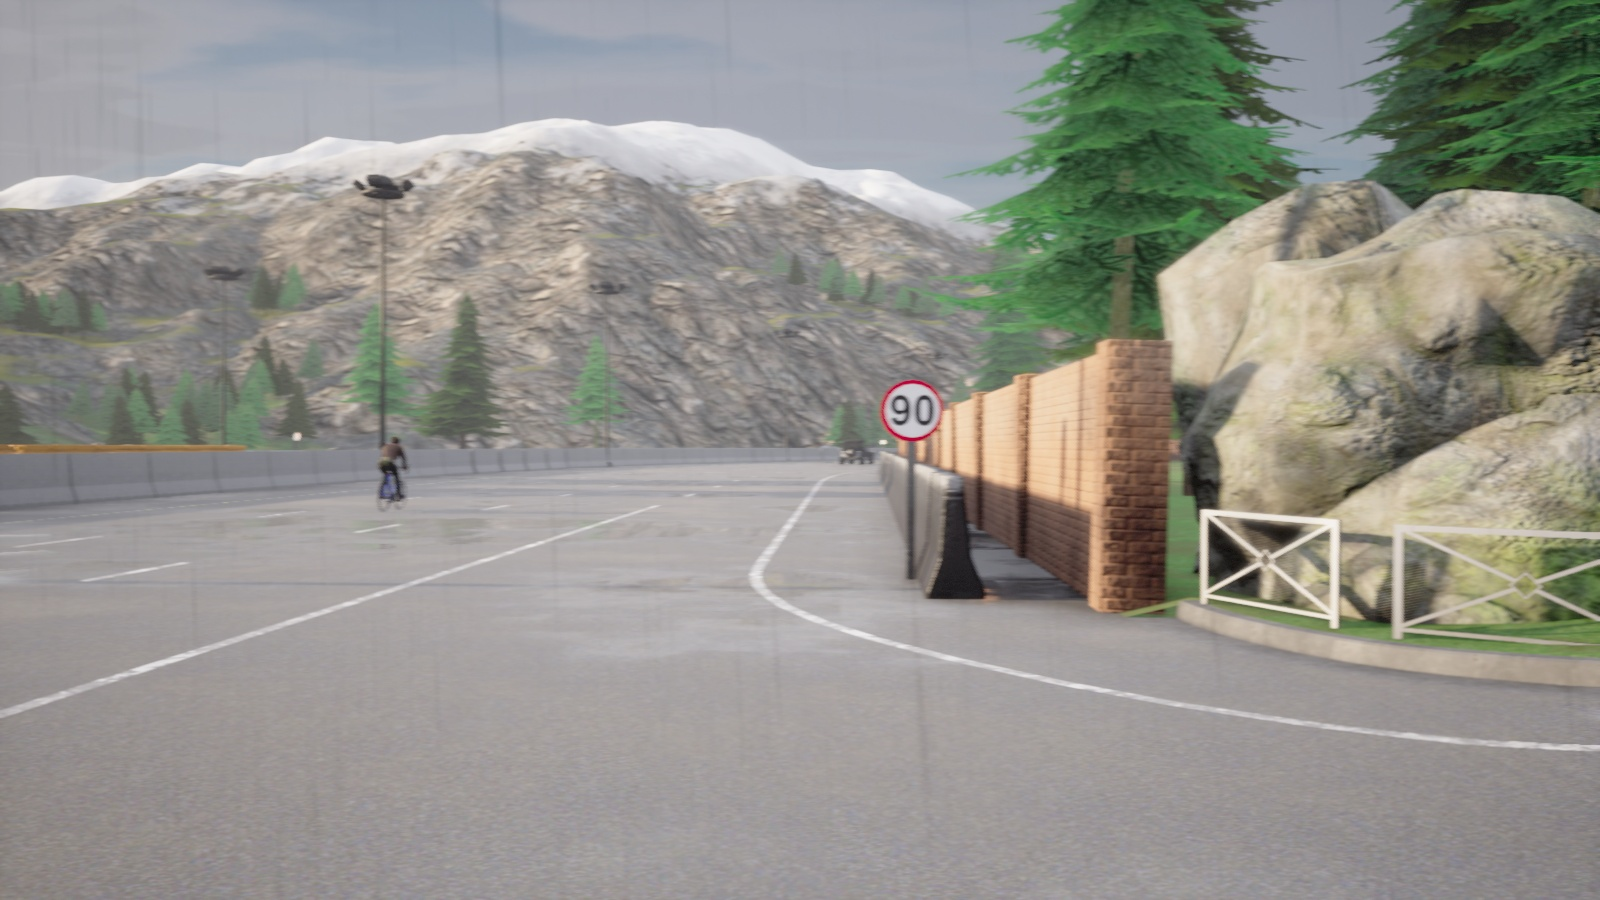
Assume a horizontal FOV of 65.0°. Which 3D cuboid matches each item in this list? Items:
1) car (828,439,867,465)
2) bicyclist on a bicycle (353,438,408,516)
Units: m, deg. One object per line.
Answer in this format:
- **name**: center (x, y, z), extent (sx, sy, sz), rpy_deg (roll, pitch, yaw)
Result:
- **car**: center (3.578, 0.148, 94.327), extent (1.905, 1.878, 3.866), rpy_deg (0, 0, 19)
- **bicyclist on a bicycle**: center (-9.035, 0.567, 27.114), extent (0.582, 1.620, 1.656), rpy_deg (0, 0, 2)
